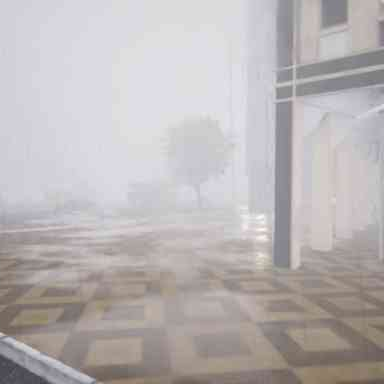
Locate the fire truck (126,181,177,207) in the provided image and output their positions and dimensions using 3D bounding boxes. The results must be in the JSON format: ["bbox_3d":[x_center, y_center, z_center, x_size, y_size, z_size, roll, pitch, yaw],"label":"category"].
[{"bbox_3d":[-5.955,0.290,50.901,2.891,3.827,8.468,1,1,38],"label":"fire truck"}]

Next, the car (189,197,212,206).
[{"bbox_3d":[1.441,1.512,55.089,1.812,1.442,4.674,1,0,39],"label":"car"}]

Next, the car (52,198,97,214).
[{"bbox_3d":[-12.942,1.494,36.929,1.882,1.535,5.008,1,1,38],"label":"car"}]
